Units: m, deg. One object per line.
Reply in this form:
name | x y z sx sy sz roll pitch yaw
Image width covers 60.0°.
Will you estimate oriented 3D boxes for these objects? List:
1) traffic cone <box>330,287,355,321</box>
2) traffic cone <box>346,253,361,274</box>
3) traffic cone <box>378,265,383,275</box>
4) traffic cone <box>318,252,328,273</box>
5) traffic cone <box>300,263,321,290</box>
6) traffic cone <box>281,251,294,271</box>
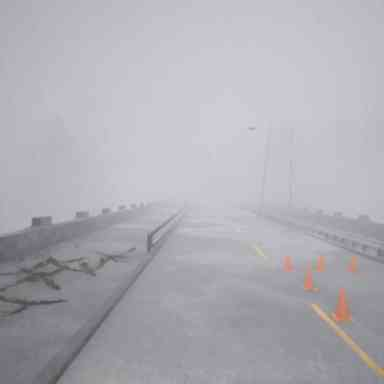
traffic cone | 2.851 2.092 6.300 0.340 0.580 0.340 2 0 2
traffic cone | 4.974 2.187 10.235 0.340 0.580 0.340 2 0 2
traffic cone | 5.973 2.219 10.203 0.340 0.580 0.340 2 0 2
traffic cone | 3.975 2.156 10.266 0.340 0.580 0.340 2 0 2
traffic cone | 2.914 2.108 8.299 0.340 0.580 0.340 2 0 2
traffic cone | 2.976 2.124 10.298 0.340 0.580 0.340 2 0 2
